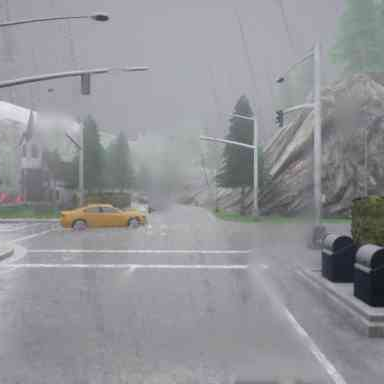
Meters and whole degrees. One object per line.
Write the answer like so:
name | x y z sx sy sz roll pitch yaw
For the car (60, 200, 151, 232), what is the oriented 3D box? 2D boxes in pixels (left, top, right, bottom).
car | -5.257 1.477 19.976 5.008 1.535 1.882 0 0 -20

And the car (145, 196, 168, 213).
car | -3.748 1.505 36.685 1.837 1.490 4.892 0 0 -2

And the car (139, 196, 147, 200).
car | -8.172 1.504 59.341 1.837 1.490 4.892 0 0 -22

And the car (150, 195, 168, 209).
car | -4.727 1.352 47.118 2.097 1.767 4.553 0 0 -11
